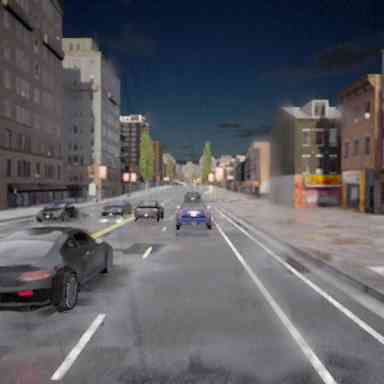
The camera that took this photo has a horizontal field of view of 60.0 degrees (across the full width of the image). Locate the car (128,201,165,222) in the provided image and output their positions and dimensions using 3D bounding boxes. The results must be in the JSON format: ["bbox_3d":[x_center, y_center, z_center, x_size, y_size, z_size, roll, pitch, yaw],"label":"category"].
[{"bbox_3d":[-3.154,1.390,25.340,2.128,1.511,4.902,0,0,0],"label":"car"}]

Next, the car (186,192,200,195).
[{"bbox_3d":[0.096,0.989,41.892,2.150,2.045,5.566,0,1,0],"label":"car"}]

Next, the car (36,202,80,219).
[{"bbox_3d":[-9.833,1.468,24.651,1.994,1.385,4.181,0,0,0],"label":"car"}]

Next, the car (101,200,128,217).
[{"bbox_3d":[-6.556,1.417,29.637,2.033,1.411,5.357,0,0,1],"label":"car"}]

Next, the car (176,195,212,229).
[{"bbox_3d":[0.096,1.276,20.952,2.097,1.767,4.553,0,0,0],"label":"car"}]

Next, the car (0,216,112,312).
[{"bbox_3d":[-3.153,1.506,7.526,1.812,1.442,4.674,0,0,0],"label":"car"}]
